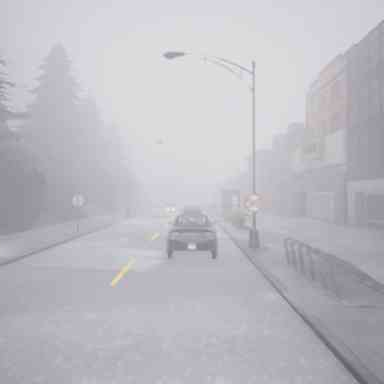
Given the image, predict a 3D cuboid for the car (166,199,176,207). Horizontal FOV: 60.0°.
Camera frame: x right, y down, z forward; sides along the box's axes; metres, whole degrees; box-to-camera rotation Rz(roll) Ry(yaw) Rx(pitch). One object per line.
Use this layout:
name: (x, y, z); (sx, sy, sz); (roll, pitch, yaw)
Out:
car: (-4.047, 2.220, 64.983); (2.128, 1.511, 4.902); (0, -1, 0)

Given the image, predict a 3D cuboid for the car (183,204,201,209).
car: (0.008, 1.826, 28.480); (1.837, 1.490, 4.892); (0, 0, 0)

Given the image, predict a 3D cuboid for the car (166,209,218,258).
car: (0.014, 1.644, 13.462); (2.128, 1.511, 4.902); (0, 0, 0)
